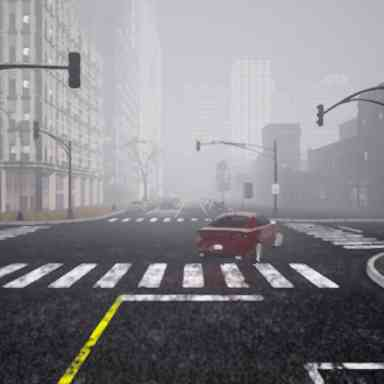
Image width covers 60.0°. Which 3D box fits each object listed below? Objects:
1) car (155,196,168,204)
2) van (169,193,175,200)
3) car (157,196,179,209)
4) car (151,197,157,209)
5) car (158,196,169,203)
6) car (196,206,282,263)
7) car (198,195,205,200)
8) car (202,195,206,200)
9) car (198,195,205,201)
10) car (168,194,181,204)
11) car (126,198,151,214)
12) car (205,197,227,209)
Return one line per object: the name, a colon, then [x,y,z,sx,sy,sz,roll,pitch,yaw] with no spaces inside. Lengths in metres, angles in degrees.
car: [-5.694,1.474,62.019,1.947,1.339,4.313,0,0,0]
van: [-5.695,1.230,95.265,1.690,1.788,3.998,0,0,0]
car: [-3.093,1.531,43.340,1.895,1.301,4.718,0,0,0]
car: [-5.693,1.454,45.227,1.752,1.417,4.829,0,0,0]
car: [-5.694,1.470,67.561,1.947,1.339,4.313,0,0,0]
car: [1.864,1.454,12.053,1.882,1.535,5.008,-1,0,26]
car: [2.685,1.454,95.266,1.947,1.339,4.313,0,0,0]
car: [2.688,1.510,45.398,1.802,1.307,4.206,0,0,0]
car: [2.686,1.447,78.642,2.008,1.369,4.403,0,0,0]
car: [-3.043,1.474,59.990,1.994,1.385,4.181,0,0,1]
car: [-5.692,1.524,34.315,1.802,1.307,4.206,0,0,0]
car: [2.689,1.487,34.316,1.887,1.381,4.507,0,0,0]
